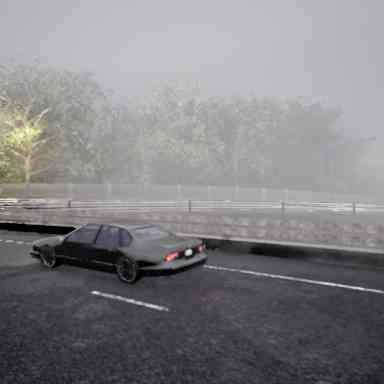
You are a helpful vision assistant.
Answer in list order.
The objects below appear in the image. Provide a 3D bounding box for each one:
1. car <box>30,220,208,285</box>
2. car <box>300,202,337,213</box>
[{"bbox_3d":[-2.225,1.507,9.375,5.357,1.411,2.033,0,0,31],"label":"car"},{"bbox_3d":[16.715,2.023,43.881,5.357,1.411,2.033,3,-1,-25],"label":"car"}]
